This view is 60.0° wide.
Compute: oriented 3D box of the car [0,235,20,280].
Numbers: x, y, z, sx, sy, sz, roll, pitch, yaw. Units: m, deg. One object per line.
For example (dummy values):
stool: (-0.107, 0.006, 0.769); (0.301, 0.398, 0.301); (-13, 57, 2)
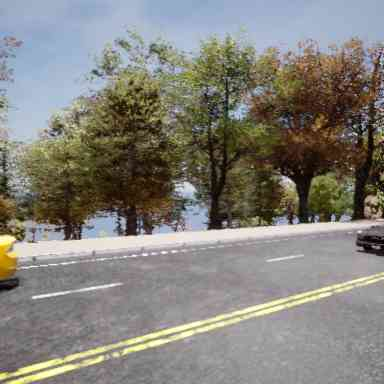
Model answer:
car: (-6.477, 1.460, 7.051); (5.008, 1.535, 1.882); (1, -1, -36)

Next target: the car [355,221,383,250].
car: (9.198, 1.754, 14.242); (5.357, 1.411, 2.033); (1, -1, -35)
